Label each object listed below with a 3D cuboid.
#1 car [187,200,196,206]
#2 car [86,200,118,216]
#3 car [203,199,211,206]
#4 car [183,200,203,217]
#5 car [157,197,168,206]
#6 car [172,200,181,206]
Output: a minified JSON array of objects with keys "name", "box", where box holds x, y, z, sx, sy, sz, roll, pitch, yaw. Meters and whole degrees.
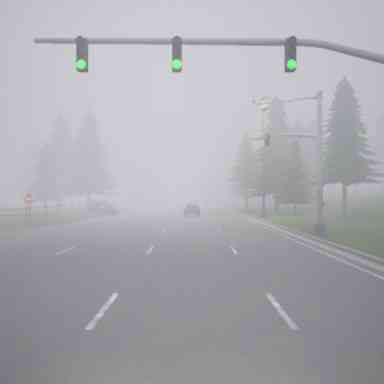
[{"name":"car","box":[-0.019,2.585,78.816,2.033,1.411,5.357,0,-1,0]},{"name":"car","box":[-10.273,1.748,37.964,2.097,1.767,4.553,5,-2,-40]},{"name":"car","box":[3.481,2.545,78.818,1.837,1.490,4.892,0,-1,0]},{"name":"car","box":[-0.012,2.002,37.374,1.837,1.490,4.892,0,-1,0]},{"name":"car","box":[-7.019,2.270,78.849,2.150,2.045,5.566,0,-1,0]},{"name":"car","box":[-3.519,2.569,78.816,1.812,1.442,4.674,0,-1,0]}]
